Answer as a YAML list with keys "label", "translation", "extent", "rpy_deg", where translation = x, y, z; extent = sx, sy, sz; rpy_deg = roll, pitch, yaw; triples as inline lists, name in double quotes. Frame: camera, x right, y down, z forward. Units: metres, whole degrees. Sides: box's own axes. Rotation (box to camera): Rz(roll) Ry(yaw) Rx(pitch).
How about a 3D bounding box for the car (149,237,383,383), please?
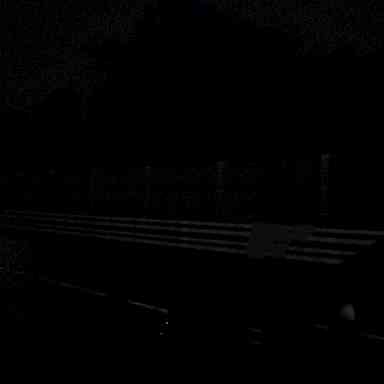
- label: "car"
  translation: [2.231, 1.215, 2.401]
  extent: [5.566, 2.045, 2.150]
  rpy_deg: [-1, -1, 35]
